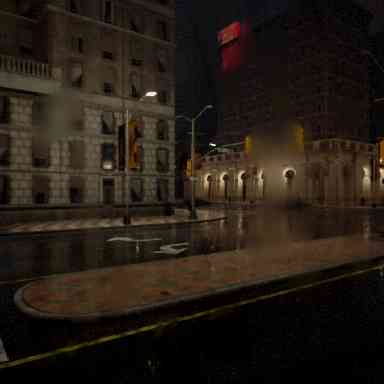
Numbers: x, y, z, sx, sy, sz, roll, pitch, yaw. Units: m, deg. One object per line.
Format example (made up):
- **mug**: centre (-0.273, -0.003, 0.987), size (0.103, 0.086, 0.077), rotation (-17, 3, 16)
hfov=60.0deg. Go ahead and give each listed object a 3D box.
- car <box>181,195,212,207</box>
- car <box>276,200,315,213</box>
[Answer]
- **car**: centre (0.724, 1.548, 50.827), size (2.033, 1.411, 5.357), rotation (0, 0, -35)
- **car**: centre (11.461, 1.564, 37.022), size (1.994, 1.385, 4.181), rotation (0, 0, -44)
